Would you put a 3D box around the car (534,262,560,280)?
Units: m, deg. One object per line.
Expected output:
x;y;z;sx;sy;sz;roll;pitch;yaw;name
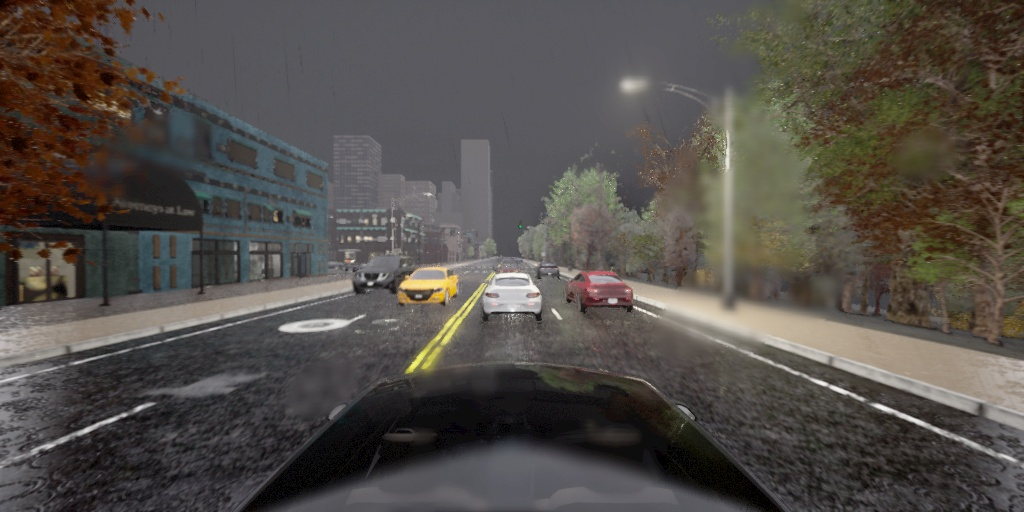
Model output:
2.990;1.238;31.038;2.128;1.511;4.902;0;0;-1;car

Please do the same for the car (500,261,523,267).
-0.255;1.349;30.750;1.895;1.301;4.718;0;0;-1;car

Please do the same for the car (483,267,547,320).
-0.009;1.275;12.470;1.812;1.442;4.674;0;0;-1;car

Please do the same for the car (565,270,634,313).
3.219;1.273;13.802;1.812;1.442;4.674;0;0;0;car

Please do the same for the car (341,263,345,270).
-20.562;1.576;49.172;4.313;1.339;1.948;0;0;-1;car

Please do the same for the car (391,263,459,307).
-3.498;1.228;15.792;1.882;1.535;5.008;0;0;-1;car

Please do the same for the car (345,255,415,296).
-6.807;0.975;19.923;2.150;2.045;5.566;0;0;-1;car

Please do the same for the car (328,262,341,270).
-29.013;1.576;57.567;4.403;1.370;2.007;0;0;-1;car
